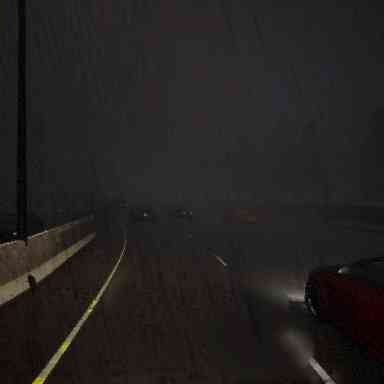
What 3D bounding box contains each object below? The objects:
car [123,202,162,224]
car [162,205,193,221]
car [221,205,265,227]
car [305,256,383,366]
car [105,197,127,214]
[{"bbox_3d":[-4.228,1.816,27.763,2.163,1.488,4.792,0,-1,-16],"label":"car"},{"bbox_3d":[-1.439,1.882,30.848,2.033,1.411,5.357,0,-1,-18],"label":"car"},{"bbox_3d":[3.723,1.734,25.182,1.882,1.535,5.008,0,-1,-14],"label":"car"},{"bbox_3d":[3.268,1.606,4.868,1.994,1.385,4.181,0,-1,-3],"label":"car"},{"bbox_3d":[-9.757,1.716,42.910,2.150,2.045,5.566,0,0,-23],"label":"car"}]
